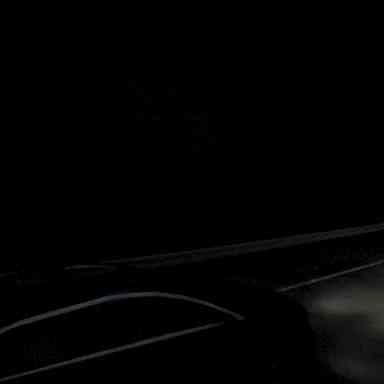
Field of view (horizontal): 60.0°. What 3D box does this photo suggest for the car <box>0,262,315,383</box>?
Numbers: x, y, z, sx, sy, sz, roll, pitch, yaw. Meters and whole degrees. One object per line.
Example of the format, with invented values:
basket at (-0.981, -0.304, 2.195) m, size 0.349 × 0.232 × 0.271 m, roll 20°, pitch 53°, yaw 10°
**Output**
car at (-0.790, 1.487, 3.226) m, size 4.902 × 1.511 × 2.128 m, roll 0°, pitch 0°, yaw -36°
